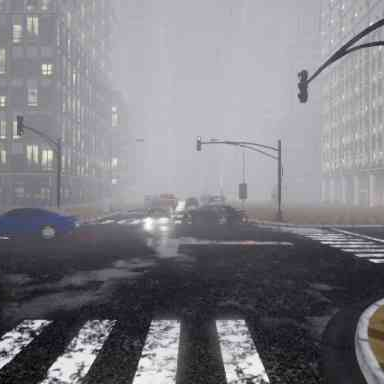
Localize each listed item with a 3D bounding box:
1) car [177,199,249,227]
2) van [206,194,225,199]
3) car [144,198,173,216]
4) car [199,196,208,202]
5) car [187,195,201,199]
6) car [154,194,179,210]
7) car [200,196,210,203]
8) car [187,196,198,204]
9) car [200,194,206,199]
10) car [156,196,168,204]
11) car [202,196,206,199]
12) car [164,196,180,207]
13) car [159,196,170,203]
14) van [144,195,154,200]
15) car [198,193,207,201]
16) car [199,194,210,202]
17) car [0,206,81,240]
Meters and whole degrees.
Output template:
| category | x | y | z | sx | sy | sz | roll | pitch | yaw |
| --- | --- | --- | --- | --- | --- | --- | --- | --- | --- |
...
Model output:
| category | x | y | z | sx | sy | sz | roll | pitch | yaw |
| --- | --- | --- | --- | --- | --- | --- | --- | --- | --- |
| car | 1.543 | 1.504 | 23.057 | 4.892 | 1.490 | 1.837 | 0 | 3 | 41 |
| van | 2.692 | 1.340 | 35.914 | 1.690 | 1.788 | 3.998 | 0 | 0 | 0 |
| car | -3.226 | 1.600 | 32.880 | 1.895 | 1.301 | 4.718 | 0 | 0 | 0 |
| car | 2.755 | 1.561 | 80.225 | 1.947 | 1.339 | 4.313 | 0 | 0 | 0 |
| car | 0.018 | 1.506 | 47.030 | 1.837 | 1.490 | 4.892 | 0 | 0 | 0 |
| car | -3.179 | 1.221 | 42.925 | 2.150 | 2.045 | 5.566 | 0 | 0 | 1 |
| car | 2.710 | 1.542 | 69.145 | 1.887 | 1.381 | 4.507 | 0 | 0 | 0 |
| car | 0.113 | 1.545 | 67.641 | 2.033 | 1.411 | 5.357 | 0 | 0 | 0 |
| car | 2.689 | 1.313 | 63.606 | 2.192 | 1.841 | 5.009 | 0 | 0 | 0 |
| car | -5.692 | 1.564 | 63.639 | 1.947 | 1.339 | 4.313 | 0 | 0 | 0 |
| car | 2.623 | 1.544 | 41.452 | 1.887 | 1.381 | 4.507 | 0 | 0 | 0 |
| car | -3.138 | 1.491 | 53.229 | 2.128 | 1.511 | 4.902 | 0 | 0 | 0 |
| car | -5.670 | 1.548 | 69.178 | 2.008 | 1.369 | 4.403 | 0 | 0 | 0 |
| van | -5.757 | 1.340 | 47.022 | 1.690 | 1.788 | 3.998 | 0 | 0 | 0 |
| car | 2.778 | 1.309 | 85.764 | 2.192 | 1.841 | 5.009 | 0 | 0 | 0 |
| car | 2.733 | 1.311 | 74.685 | 2.192 | 1.841 | 5.009 | 0 | 0 | 0 |
| car | -8.118 | 1.440 | 16.380 | 5.008 | 1.535 | 1.882 | 1 | 0 | -1 |
